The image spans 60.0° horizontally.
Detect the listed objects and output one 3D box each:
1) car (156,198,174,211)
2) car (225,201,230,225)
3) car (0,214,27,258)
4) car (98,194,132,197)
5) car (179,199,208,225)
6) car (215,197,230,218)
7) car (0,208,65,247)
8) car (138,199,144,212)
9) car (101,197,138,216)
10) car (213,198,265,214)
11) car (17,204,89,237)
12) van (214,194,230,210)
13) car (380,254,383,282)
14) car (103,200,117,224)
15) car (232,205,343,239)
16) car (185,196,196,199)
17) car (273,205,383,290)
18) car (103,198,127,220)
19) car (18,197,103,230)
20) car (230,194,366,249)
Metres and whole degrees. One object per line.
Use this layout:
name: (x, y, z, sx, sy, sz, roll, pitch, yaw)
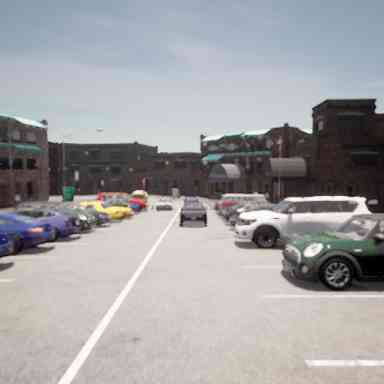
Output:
car: (-3.080, 1.428, 38.354, 1.895, 1.301, 4.718, 0, 2, -1)
car: (4.661, 1.457, 19.570, 4.892, 1.521, 2.231, 0, 0, 0)
car: (-7.675, 1.508, 9.613, 4.674, 1.452, 2.002, 0, 0, 0)
car: (-7.642, 1.313, 30.310, 4.553, 1.767, 2.185, 0, 0, 0)
car: (0.106, 1.461, 23.706, 2.128, 1.511, 4.902, 0, 0, 0)
car: (4.663, 1.447, 27.949, 4.892, 1.521, 2.231, 0, 0, 0)
car: (-7.674, 1.504, 12.676, 4.674, 1.452, 2.002, 0, 0, 0)
car: (-7.677, 1.412, 33.140, 5.008, 1.535, 2.097, 0, 1, 0)
car: (-7.488, 1.443, 27.368, 5.366, 1.575, 1.946, 0, 0, 0)
car: (4.652, 1.407, 33.552, 4.892, 1.521, 2.231, 0, 1, 0)
car: (-7.705, 1.490, 15.615, 4.792, 1.488, 2.163, 0, 0, 0)
van: (4.541, 1.211, 30.742, 4.442, 1.987, 1.878, 0, 1, 0)
car: (4.621, 1.506, 2.811, 4.792, 1.488, 2.163, 0, 0, 0)
car: (-7.681, 1.455, 21.366, 4.892, 1.521, 2.231, 0, 0, 0)
car: (4.648, 1.459, 16.778, 5.008, 1.535, 2.097, 0, 0, 0)
car: (-0.154, 1.265, 41.094, 1.812, 1.442, 4.674, 0, 2, -4)
car: (4.684, 1.344, 8.521, 4.553, 1.767, 2.185, 0, 0, 0)
car: (-7.859, 1.447, 24.429, 5.366, 1.575, 1.946, 0, 0, 0)
car: (-7.707, 1.332, 18.553, 4.553, 1.767, 2.185, 0, 0, 0)
car: (4.625, 1.212, 13.983, 5.566, 2.045, 2.435, 0, 0, 0)
